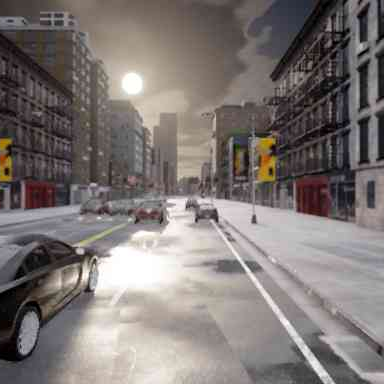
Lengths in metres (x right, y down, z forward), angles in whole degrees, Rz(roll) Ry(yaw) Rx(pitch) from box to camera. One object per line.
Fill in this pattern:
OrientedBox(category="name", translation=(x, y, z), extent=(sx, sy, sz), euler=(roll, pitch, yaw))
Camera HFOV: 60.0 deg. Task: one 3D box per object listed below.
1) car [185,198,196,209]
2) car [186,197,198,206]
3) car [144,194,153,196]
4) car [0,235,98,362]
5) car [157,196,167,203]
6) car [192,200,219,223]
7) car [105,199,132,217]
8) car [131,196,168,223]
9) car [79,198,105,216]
OrientedBox(category="car", translation=(0.002, 1.758, 47.517), extent=(1.895, 1.301, 4.718), euler=(0, 0, 0))
OrientedBox(category="car", translation=(-0.015, 1.745, 60.821), extent=(2.033, 1.411, 5.357), euler=(0, 0, 0))
OrientedBox(category="car", translation=(-9.770, 1.402, 74.653), extent=(2.150, 2.045, 5.566), euler=(0, 0, 0))
OrientedBox(category="car", translation=(-3.152, 1.499, 5.946), extent=(1.882, 1.535, 5.008), euler=(0, 0, 0))
OrientedBox(category="car", translation=(-6.519, 1.695, 72.897), extent=(1.812, 1.442, 4.674), euler=(0, 0, 0))
OrientedBox(category="car", translation=(1.131, 1.619, 26.615), extent=(1.812, 1.442, 4.674), euler=(0, 0, 0))
OrientedBox(category="car", translation=(-6.600, 1.462, 32.277), extent=(2.097, 1.767, 4.553), euler=(0, 0, 0))
OrientedBox(category="car", translation=(-3.156, 1.443, 26.385), extent=(2.097, 1.767, 4.553), euler=(0, 0, 0))
OrientedBox(category="car", translation=(-9.849, 1.467, 33.979), extent=(2.097, 1.767, 4.553), euler=(0, 0, 0))
